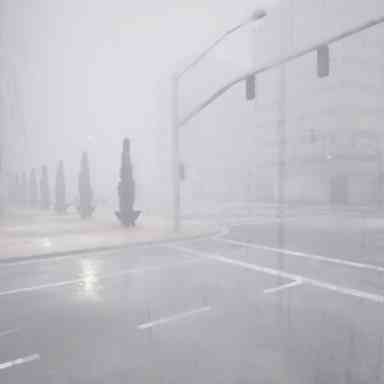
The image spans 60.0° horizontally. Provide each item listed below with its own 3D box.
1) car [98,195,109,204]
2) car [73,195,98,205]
[{"bbox_3d":[-15.430,1.228,54.498,2.033,1.411,5.357,-1,1,-35],"label":"car"},{"bbox_3d":[-16.263,1.232,49.561,2.128,1.511,4.902,-1,1,-35],"label":"car"}]
